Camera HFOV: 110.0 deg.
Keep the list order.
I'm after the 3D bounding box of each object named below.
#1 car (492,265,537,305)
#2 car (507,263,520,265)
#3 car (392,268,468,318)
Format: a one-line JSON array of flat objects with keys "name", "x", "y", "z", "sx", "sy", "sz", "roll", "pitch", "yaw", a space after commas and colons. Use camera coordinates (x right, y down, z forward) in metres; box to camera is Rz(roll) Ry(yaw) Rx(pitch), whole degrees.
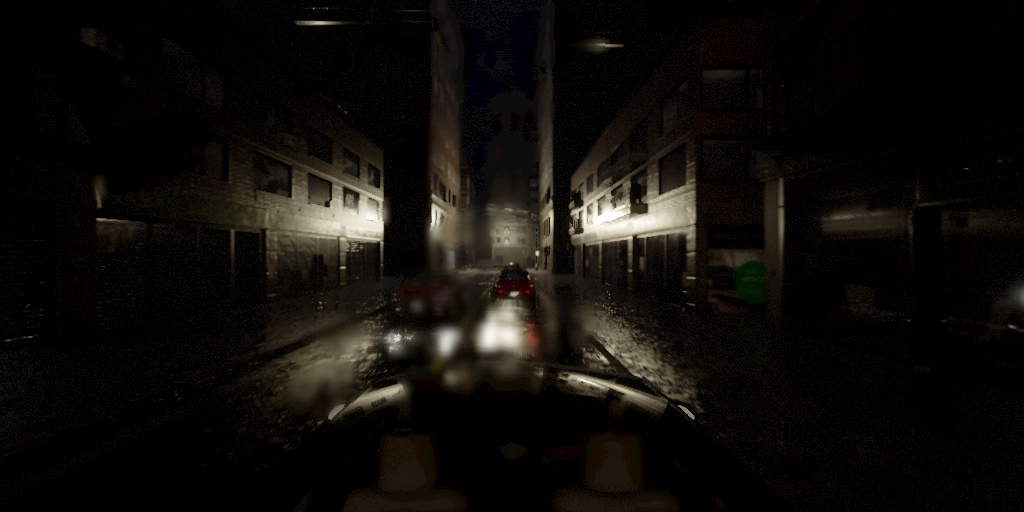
[{"name": "car", "x": 0.089, "y": 1.279, "z": 15.962, "sx": 1.812, "sy": 1.442, "sz": 4.674, "roll": 0, "pitch": 0, "yaw": 0}, {"name": "car", "x": 0.106, "y": 1.326, "z": 33.319, "sx": 1.994, "sy": 1.385, "sz": 4.181, "roll": 0, "pitch": 0, "yaw": 0}, {"name": "car", "x": -2.814, "y": 1.230, "z": 13.197, "sx": 1.882, "sy": 1.535, "sz": 5.008, "roll": 0, "pitch": 0, "yaw": 0}]
